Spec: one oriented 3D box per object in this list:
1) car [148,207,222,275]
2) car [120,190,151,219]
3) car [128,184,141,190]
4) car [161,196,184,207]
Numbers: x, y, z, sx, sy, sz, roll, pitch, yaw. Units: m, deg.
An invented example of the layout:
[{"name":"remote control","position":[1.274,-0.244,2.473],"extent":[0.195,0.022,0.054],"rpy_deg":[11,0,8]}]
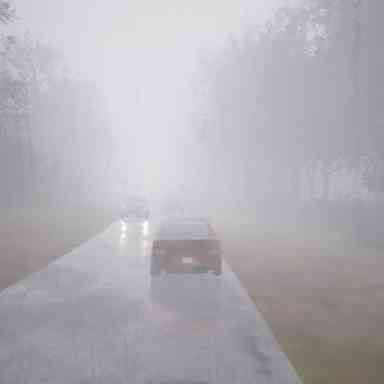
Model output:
[{"name":"car","position":[-0.215,1.484,10.554],"extent":[1.882,1.535,5.008],"rpy_deg":[0,1,-2]},{"name":"car","position":[-4.222,1.024,25.286],"extent":[2.097,1.767,4.553],"rpy_deg":[1,2,-6]},{"name":"car","position":[-11.365,-0.445,65.202],"extent":[2.150,2.045,5.566],"rpy_deg":[1,1,-15]},{"name":"car","position":[-1.760,1.110,30.065],"extent":[2.033,1.411,5.357],"rpy_deg":[1,2,-6]}]
